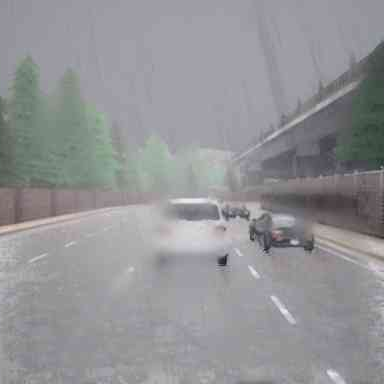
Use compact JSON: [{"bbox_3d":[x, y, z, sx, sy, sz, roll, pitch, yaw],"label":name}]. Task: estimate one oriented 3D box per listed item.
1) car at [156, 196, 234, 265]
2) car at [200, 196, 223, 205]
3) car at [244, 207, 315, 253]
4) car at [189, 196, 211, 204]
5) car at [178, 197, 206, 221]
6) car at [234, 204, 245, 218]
[{"bbox_3d":[0.024,1.227,11.792,2.150,2.045,5.566,0,0,0],"label":"car"},{"bbox_3d":[3.480,1.543,59.600,1.812,1.442,4.674,0,0,37],"label":"car"},{"bbox_3d":[3.537,1.529,13.662,1.812,1.442,4.674,0,0,0],"label":"car"},{"bbox_3d":[1.585,1.544,62.845,1.812,1.442,4.674,0,0,38],"label":"car"},{"bbox_3d":[0.015,1.360,27.900,2.097,1.767,4.553,0,0,0],"label":"car"},{"bbox_3d":[3.510,1.609,27.379,1.895,1.301,4.718,0,0,0],"label":"car"}]
